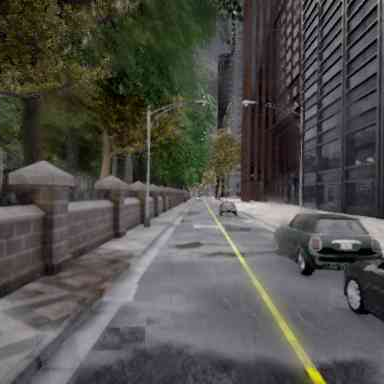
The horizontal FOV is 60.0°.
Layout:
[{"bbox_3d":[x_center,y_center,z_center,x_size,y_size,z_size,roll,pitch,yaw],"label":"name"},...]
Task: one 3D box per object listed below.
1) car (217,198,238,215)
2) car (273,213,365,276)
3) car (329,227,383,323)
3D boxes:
[{"bbox_3d":[3.821,1.746,36.062,2.033,1.411,5.357,1,0,2],"label":"car"},{"bbox_3d":[4.100,1.452,10.857,2.097,1.767,4.553,1,0,1],"label":"car"},{"bbox_3d":[3.962,1.581,4.888,1.837,1.490,4.892,1,0,1],"label":"car"}]
